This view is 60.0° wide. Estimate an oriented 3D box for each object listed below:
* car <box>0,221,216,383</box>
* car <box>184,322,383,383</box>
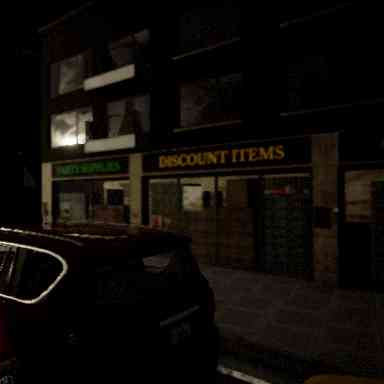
[{"bbox_3d":[-2.034,1.313,4.311,5.009,1.841,2.192,0,-1,36],"label":"car"},{"bbox_3d":[2.444,1.526,1.112,4.829,1.417,1.752,0,-1,36],"label":"car"}]
